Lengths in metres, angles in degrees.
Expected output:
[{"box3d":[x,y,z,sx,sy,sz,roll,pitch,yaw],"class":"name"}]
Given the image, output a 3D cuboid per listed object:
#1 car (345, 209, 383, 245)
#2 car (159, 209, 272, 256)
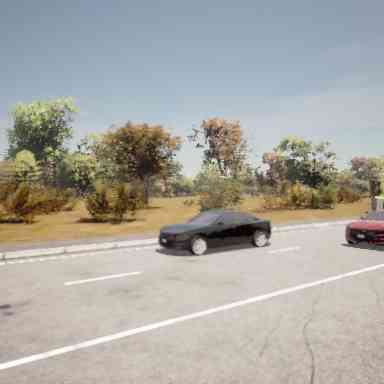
[{"box3d":[8.635,1.471,14.388,5.008,1.535,1.882,0,0,-35],"class":"car"},{"box3d":[1.051,1.472,13.320,5.008,1.535,1.882,0,0,-35],"class":"car"}]
